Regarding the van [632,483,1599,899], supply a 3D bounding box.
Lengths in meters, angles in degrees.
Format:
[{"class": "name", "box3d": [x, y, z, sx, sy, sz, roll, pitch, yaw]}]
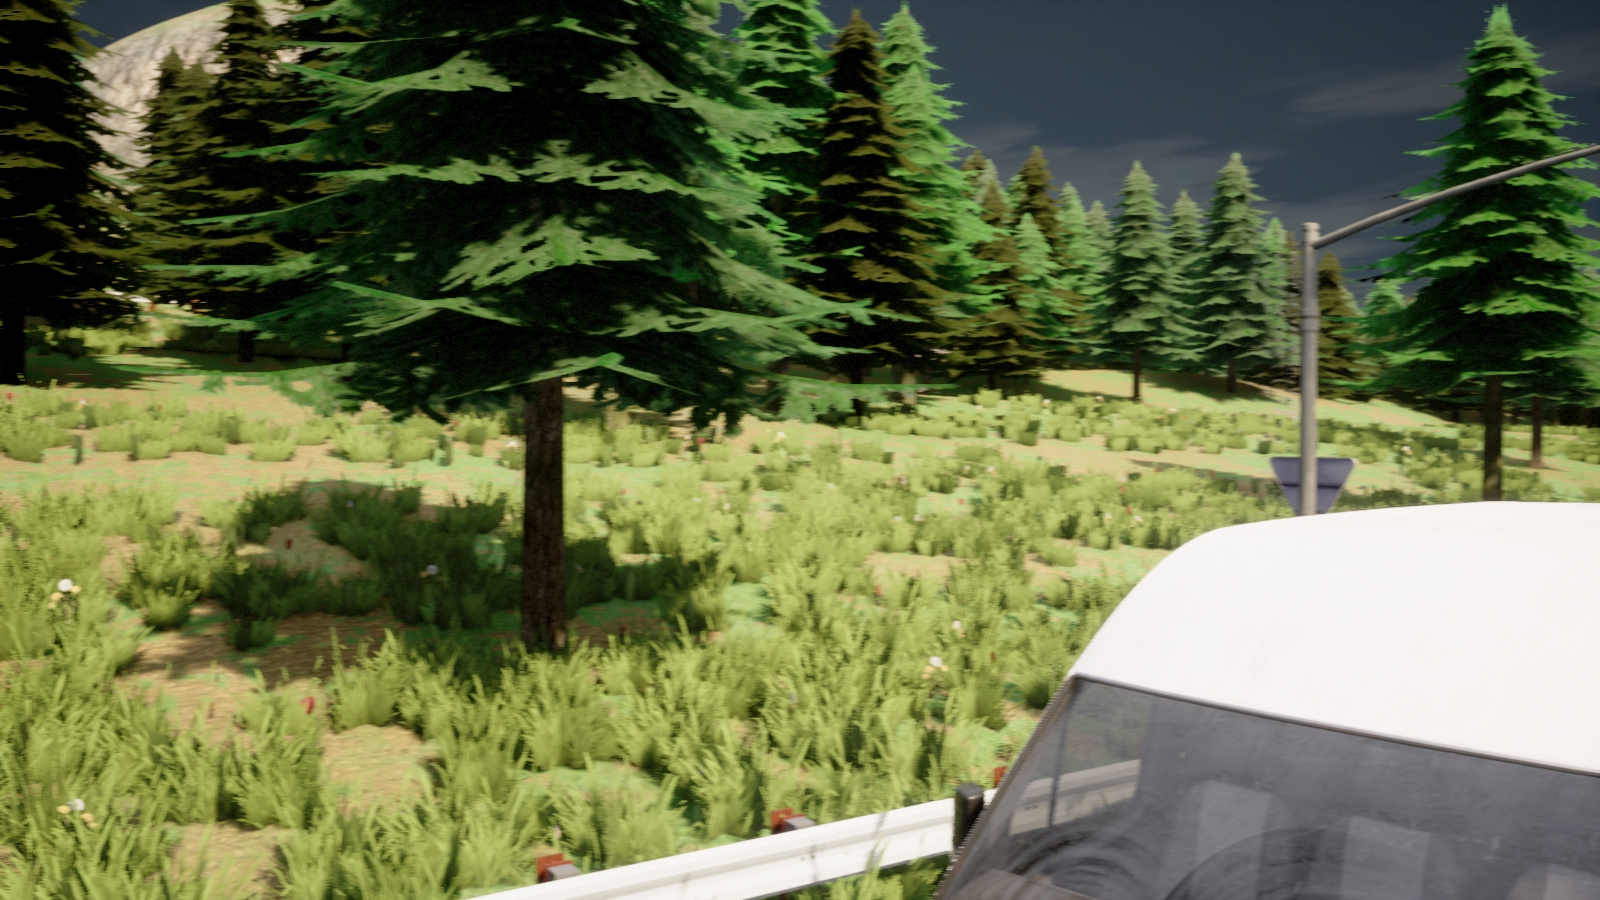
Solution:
[{"class": "van", "box3d": [2.462, 1.477, 4.151, 5.915, 2.561, 1.988, 0, 0, -40]}]
